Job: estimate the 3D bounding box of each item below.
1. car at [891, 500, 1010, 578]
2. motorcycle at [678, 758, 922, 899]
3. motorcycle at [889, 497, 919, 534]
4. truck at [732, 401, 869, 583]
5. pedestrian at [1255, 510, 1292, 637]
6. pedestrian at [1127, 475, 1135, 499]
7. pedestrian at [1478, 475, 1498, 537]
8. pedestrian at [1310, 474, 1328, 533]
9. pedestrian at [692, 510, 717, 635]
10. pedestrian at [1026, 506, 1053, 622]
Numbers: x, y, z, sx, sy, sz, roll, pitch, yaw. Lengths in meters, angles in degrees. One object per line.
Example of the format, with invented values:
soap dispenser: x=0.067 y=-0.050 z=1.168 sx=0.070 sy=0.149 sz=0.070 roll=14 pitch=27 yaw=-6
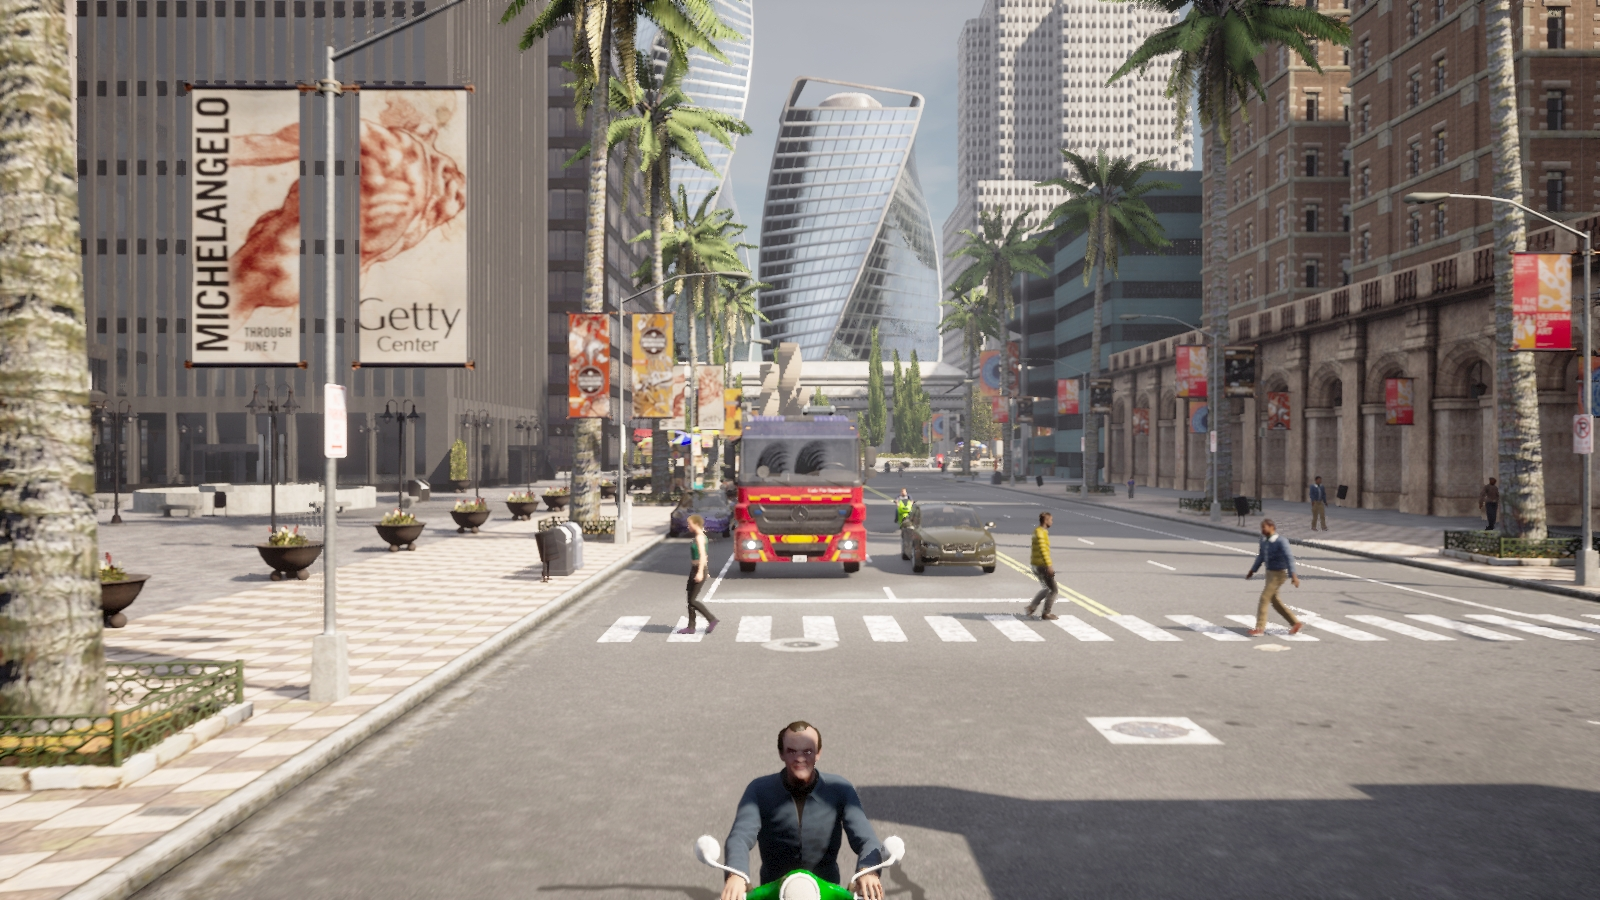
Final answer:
car: x=3.500 y=2.057 z=27.500 sx=2.231 sy=1.480 sz=4.892 roll=0 pitch=0 yaw=0
motorcycle: x=-0.001 y=2.181 z=4.897 sx=0.856 sy=1.236 sz=1.805 roll=0 pitch=0 yaw=0
motorcycle: x=3.501 y=2.208 z=38.585 sx=0.803 sy=1.145 sz=2.033 roll=0 pitch=0 yaw=0
truck: x=0.006 y=0.886 z=28.312 sx=2.891 sy=3.827 sz=8.468 roll=0 pitch=0 yaw=0
pedestrian: x=7.102 y=1.846 z=17.130 sx=0.375 sy=1.860 sz=0.375 roll=0 pitch=0 yaw=-7
pedestrian: x=17.655 y=1.967 z=60.888 sx=0.375 sy=1.300 sz=0.375 roll=0 pitch=0 yaw=12
pedestrian: x=20.936 y=1.691 z=34.756 sx=0.375 sy=1.860 sz=0.375 roll=0 pitch=0 yaw=-1
pedestrian: x=16.513 y=1.691 z=36.334 sx=0.375 sy=1.860 sz=0.375 roll=0 pitch=0 yaw=-6
pedestrian: x=-1.449 y=1.846 z=17.313 sx=0.375 sy=1.860 sz=0.375 roll=0 pitch=0 yaw=-7
pedestrian: x=3.905 y=1.846 z=18.630 sx=0.375 sy=1.860 sz=0.375 roll=0 pitch=0 yaw=1
